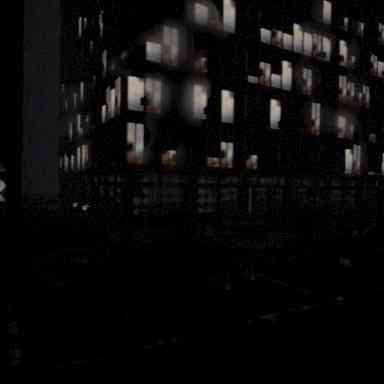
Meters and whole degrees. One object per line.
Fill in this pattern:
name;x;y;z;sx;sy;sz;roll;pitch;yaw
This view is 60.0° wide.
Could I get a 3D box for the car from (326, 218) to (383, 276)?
car;5.849;1.445;9.646;4.313;1.339;1.947;0;2;-30
